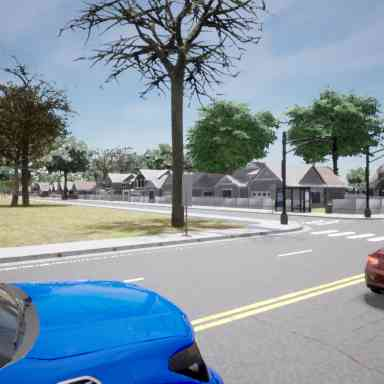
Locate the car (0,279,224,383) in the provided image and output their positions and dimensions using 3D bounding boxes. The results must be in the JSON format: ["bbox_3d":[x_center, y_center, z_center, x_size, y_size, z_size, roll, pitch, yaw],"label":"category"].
[{"bbox_3d":[-2.406,1.222,1.725,5.566,2.045,2.150,0,0,-36],"label":"car"}]

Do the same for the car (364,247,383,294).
[{"bbox_3d":[5.670,1.525,7.459,4.674,1.442,1.812,0,0,-36],"label":"car"}]
